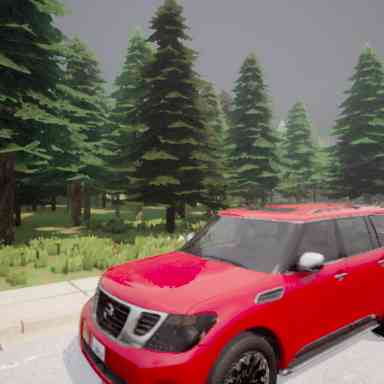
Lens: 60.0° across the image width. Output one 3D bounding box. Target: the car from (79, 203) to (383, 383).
[{"bbox_3d":[1.287,1.223,4.965,5.566,2.045,2.150,0,0,-37],"label":"car"}]
